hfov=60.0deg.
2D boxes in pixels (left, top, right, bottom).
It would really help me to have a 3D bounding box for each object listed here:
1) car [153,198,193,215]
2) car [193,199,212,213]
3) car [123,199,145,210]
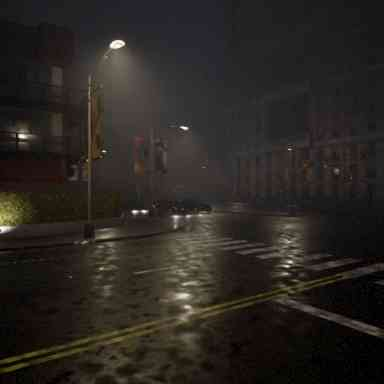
[{"bbox_3d":[-2.295,1.505,34.663,1.837,1.490,4.892,0,0,-35],"label":"car"},{"bbox_3d":[0.228,1.478,37.165,1.882,1.535,5.008,0,0,-35],"label":"car"},{"bbox_3d":[-7.570,1.564,42.251,1.994,1.385,4.181,0,0,-35],"label":"car"}]
